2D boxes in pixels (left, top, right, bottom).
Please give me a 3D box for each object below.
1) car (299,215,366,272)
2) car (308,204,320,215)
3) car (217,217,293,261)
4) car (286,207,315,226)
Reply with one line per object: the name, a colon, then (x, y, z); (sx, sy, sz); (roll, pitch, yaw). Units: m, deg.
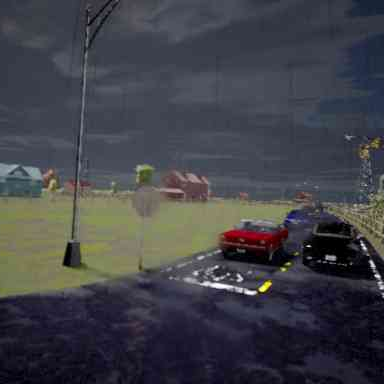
car: (5.376, 1.898, 12.642); (1.837, 1.490, 4.892); (4, 0, 25)
car: (15.636, 2.708, 44.146); (1.837, 1.490, 4.892); (4, -1, 21)
car: (2.639, 1.810, 13.576); (1.895, 1.301, 4.718); (4, 0, 25)
car: (8.884, 2.203, 27.698); (1.812, 1.442, 4.674); (4, 0, 23)
